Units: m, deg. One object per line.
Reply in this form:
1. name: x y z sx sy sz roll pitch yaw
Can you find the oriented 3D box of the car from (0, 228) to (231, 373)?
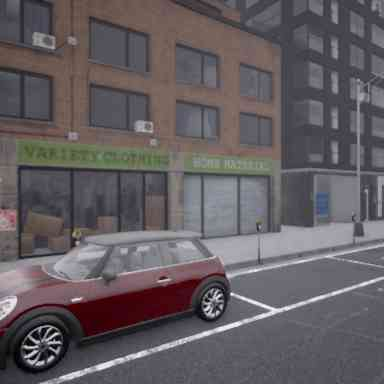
1. car: -1.369 1.439 5.559 4.097 1.590 1.967 0 0 -36
